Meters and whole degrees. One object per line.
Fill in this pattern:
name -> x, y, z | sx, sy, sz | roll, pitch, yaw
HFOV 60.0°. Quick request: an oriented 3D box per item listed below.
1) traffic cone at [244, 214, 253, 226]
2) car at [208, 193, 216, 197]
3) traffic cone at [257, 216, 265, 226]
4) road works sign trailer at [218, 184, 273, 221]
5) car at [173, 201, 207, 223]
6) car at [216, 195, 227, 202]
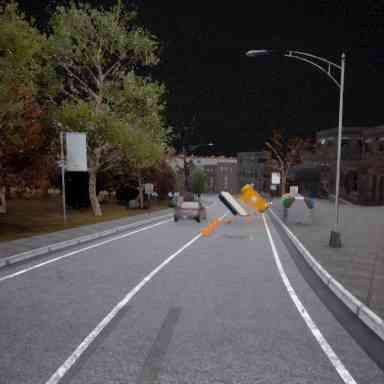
traffic cone -> 3.711, 1.915, 22.020 | 0.340, 0.580, 0.340 | 7, 3, 11
car -> 5.400, 0.895, 89.015 | 2.097, 1.767, 4.553 | -1, 0, -7
traffic cone -> 4.668, 1.946, 21.984 | 0.340, 0.580, 0.340 | 1, 0, 20
road works sign trailer -> 3.354, 1.028, 23.614 | 3.560, 2.880, 2.380 | 6, 38, -54
car -> -0.037, 1.415, 24.504 | 1.812, 1.442, 4.674 | 1, 0, 11
car -> 6.301, 1.352, 65.969 | 1.994, 1.385, 4.181 | 0, 0, 3
